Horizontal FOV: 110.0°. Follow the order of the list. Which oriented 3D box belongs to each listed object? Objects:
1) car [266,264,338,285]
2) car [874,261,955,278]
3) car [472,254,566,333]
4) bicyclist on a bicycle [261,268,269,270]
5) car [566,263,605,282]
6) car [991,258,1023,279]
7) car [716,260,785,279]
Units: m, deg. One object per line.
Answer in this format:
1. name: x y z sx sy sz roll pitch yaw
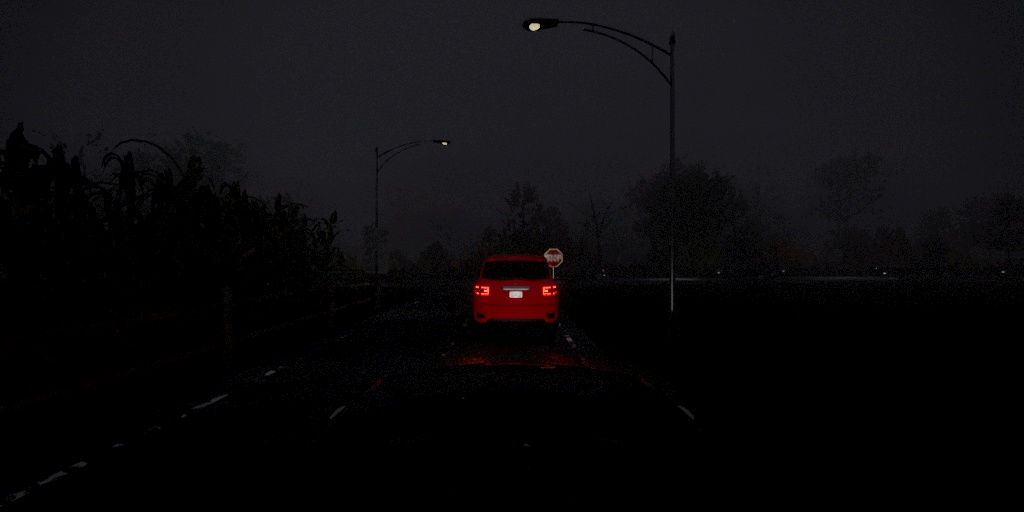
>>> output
1. car: -15.456 1.339 26.419 5.008 1.535 1.882 0 0 1
2. car: 32.189 1.057 28.814 4.718 1.301 1.895 0 0 1
3. car: 0.095 0.970 10.833 2.150 2.045 5.566 0 0 0
4. bicyclist on a bicycle: -22.471 1.345 32.472 0.582 1.620 1.656 0 0 1
5. car: 5.108 1.254 28.071 4.181 1.385 1.994 0 0 -15
6. car: 37.817 0.912 25.804 4.902 1.511 2.128 -1 0 1
7. car: 19.178 1.059 28.970 4.902 1.511 2.128 -1 0 1
